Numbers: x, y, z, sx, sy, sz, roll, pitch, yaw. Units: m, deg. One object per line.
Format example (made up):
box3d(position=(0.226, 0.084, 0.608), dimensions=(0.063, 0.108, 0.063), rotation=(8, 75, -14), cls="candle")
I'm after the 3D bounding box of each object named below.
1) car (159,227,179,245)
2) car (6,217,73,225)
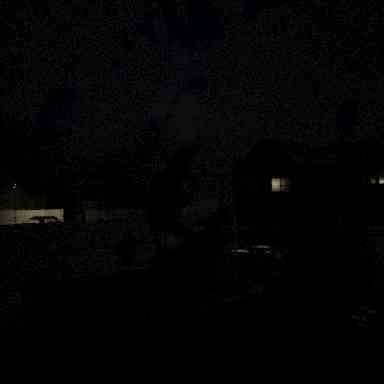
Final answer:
box3d(position=(-3.111, 2.141, 17.091), dimensions=(4.718, 1.301, 1.895), rotation=(-2, 0, 20), cls="car")
box3d(position=(-10.501, 2.350, 22.564), dimensions=(4.718, 1.301, 1.895), rotation=(-2, 0, 18), cls="car")
